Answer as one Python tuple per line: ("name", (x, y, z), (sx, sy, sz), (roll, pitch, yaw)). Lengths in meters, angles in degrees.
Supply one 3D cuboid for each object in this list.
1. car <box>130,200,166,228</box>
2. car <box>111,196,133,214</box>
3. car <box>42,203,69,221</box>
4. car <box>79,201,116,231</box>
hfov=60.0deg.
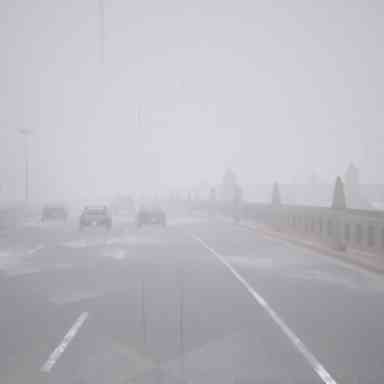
("car", (-3.063, 1.604, 23.528), (1.882, 1.535, 5.008), (0, 0, -14))
("car", (-8.309, 1.446, 39.499), (2.150, 2.045, 5.566), (0, 0, -23))
("car", (-11.879, 1.670, 29.097), (1.882, 1.535, 5.008), (0, 0, -17))
("car", (-6.232, 1.621, 21.770), (2.128, 1.511, 4.902), (0, 0, -13))
